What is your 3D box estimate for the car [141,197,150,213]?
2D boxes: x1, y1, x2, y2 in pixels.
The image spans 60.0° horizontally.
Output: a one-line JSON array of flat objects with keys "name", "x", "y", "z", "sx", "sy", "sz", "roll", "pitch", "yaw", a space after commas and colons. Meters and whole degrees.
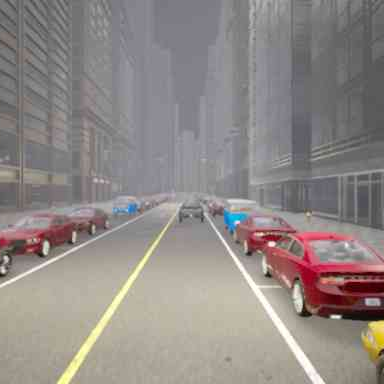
[{"name": "car", "x": -5.942, "y": 1.529, "z": 35.232, "sx": 1.802, "sy": 1.307, "sz": 4.206, "roll": 0, "pitch": 0, "yaw": 0}]

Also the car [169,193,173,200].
[{"name": "car", "x": -6.152, "y": 1.202, "z": 74.444, "sx": 2.192, "sy": 1.841, "sz": 5.009, "roll": 0, "pitch": 0, "yaw": 0}]

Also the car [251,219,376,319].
[{"name": "car", "x": 2.733, "y": 1.530, "z": 7.278, "sx": 1.887, "sy": 1.381, "sz": 4.507, "roll": 0, "pitch": 0, "yaw": 0}]

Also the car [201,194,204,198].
[{"name": "car", "x": 2.493, "y": 1.458, "z": 52.094, "sx": 1.887, "sy": 1.381, "sz": 4.507, "roll": 0, "pitch": 0, "yaw": 0}]

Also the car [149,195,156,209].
[{"name": "car", "x": -5.972, "y": 1.378, "z": 40.834, "sx": 1.967, "sy": 1.590, "sz": 4.097, "roll": 0, "pitch": 0, "yaw": 0}]

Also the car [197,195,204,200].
[{"name": "car", "x": 2.283, "y": 1.442, "z": 91.308, "sx": 1.802, "sy": 1.307, "sz": 4.206, "roll": 0, "pitch": 0, "yaw": 0}]

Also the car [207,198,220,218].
[{"name": "car", "x": 2.613, "y": 1.493, "z": 29.686, "sx": 1.887, "sy": 1.381, "sz": 4.507, "roll": 0, "pitch": 0, "yaw": 0}]

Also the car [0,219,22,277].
[{"name": "car", "x": -5.792, "y": 1.433, "z": 7.223, "sx": 1.967, "sy": 1.590, "sz": 4.097, "roll": 0, "pitch": 0, "yaw": 0}]

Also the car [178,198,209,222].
[{"name": "car", "x": -0.035, "y": 1.450, "z": 25.722, "sx": 2.128, "sy": 1.511, "sz": 4.902, "roll": 0, "pitch": 0, "yaw": 0}]

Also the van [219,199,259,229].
[{"name": "van", "x": 2.673, "y": 1.308, "z": 18.481, "sx": 1.690, "sy": 1.788, "sz": 3.998, "roll": 0, "pitch": 0, "yaw": 0}]

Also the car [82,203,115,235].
[{"name": "car", "x": -5.852, "y": 1.519, "z": 18.427, "sx": 1.887, "sy": 1.381, "sz": 4.507, "roll": 0, "pitch": 0, "yaw": 0}]

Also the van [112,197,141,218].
[{"name": "van", "x": -5.912, "y": 1.297, "z": 29.631, "sx": 1.690, "sy": 1.788, "sz": 3.998, "roll": 0, "pitch": 0, "yaw": 0}]

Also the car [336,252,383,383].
[{"name": "car", "x": 2.762, "y": 1.520, "z": 1.845, "sx": 1.752, "sy": 1.417, "sz": 4.829, "roll": 0, "pitch": 0, "yaw": 0}]

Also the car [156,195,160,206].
[{"name": "car", "x": -6.002, "y": 1.495, "z": 46.436, "sx": 1.947, "sy": 1.339, "sz": 4.313, "roll": 0, "pitch": 0, "yaw": 0}]

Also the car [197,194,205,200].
[{"name": "car", "x": 2.313, "y": 1.306, "z": 85.706, "sx": 1.967, "sy": 1.590, "sz": 4.097, "roll": 0, "pitch": 0, "yaw": 0}]

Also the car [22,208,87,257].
[{"name": "car", "x": -5.822, "y": 1.528, "z": 12.825, "sx": 1.887, "sy": 1.381, "sz": 4.507, "roll": 0, "pitch": 0, "yaw": 0}]

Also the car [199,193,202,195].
[{"name": "car", "x": 2.403, "y": 1.453, "z": 68.901, "sx": 1.947, "sy": 1.339, "sz": 4.313, "roll": 0, "pitch": 0, "yaw": 0}]

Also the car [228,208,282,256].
[{"name": "car", "x": 2.703, "y": 1.521, "z": 12.879, "sx": 1.887, "sy": 1.381, "sz": 4.507, "roll": 0, "pitch": 0, "yaw": 0}]

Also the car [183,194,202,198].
[{"name": "car", "x": -0.124, "y": 1.422, "z": 42.494, "sx": 2.128, "sy": 1.511, "sz": 4.902, "roll": 0, "pitch": 0, "yaw": 0}]

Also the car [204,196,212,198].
[{"name": "car", "x": 2.583, "y": 1.380, "z": 35.288, "sx": 1.967, "sy": 1.590, "sz": 4.097, "roll": 0, "pitch": 0, "yaw": 0}]

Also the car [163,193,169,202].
[{"name": "car", "x": -6.092, "y": 1.218, "z": 63.240, "sx": 2.192, "sy": 1.841, "sz": 5.009, "roll": 0, "pitch": 0, "yaw": 0}]

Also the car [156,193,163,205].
[{"name": "car", "x": -6.032, "y": 1.360, "z": 52.037, "sx": 1.967, "sy": 1.590, "sz": 4.097, "roll": 0, "pitch": 0, "yaw": 0}]

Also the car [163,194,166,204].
[{"name": "car", "x": -6.062, "y": 1.477, "z": 57.639, "sx": 1.947, "sy": 1.339, "sz": 4.313, "roll": 0, "pitch": 0, "yaw": 0}]
